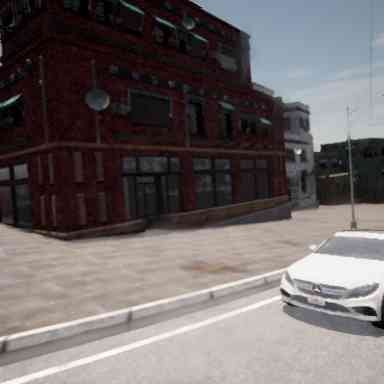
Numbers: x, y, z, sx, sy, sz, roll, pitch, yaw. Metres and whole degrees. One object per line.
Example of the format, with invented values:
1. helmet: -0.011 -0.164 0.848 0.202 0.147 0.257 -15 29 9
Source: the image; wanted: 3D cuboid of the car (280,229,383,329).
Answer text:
1. car: 3.762 1.585 7.252 4.674 1.442 1.812 1 -1 -44
